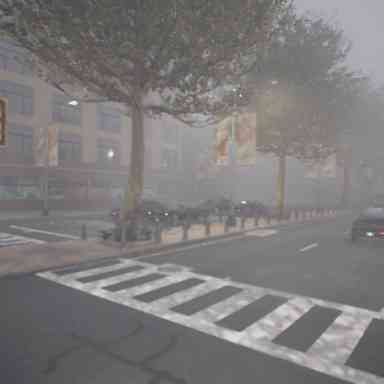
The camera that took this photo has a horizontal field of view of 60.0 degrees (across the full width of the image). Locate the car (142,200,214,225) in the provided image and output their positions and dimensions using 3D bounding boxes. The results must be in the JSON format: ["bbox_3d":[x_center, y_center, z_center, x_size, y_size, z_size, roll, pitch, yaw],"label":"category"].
[{"bbox_3d":[-0.830,1.429,22.421,1.895,1.301,4.718,1,0,37],"label":"car"}]

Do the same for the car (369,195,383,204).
[{"bbox_3d":[24.506,1.391,42.198,2.150,2.045,5.566,1,1,38],"label":"car"}]

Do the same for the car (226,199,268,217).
[{"bbox_3d":[5.274,1.452,30.393,1.994,1.385,4.181,1,0,37],"label":"car"}]

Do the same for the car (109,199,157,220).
[{"bbox_3d":[-3.789,1.264,24.295,1.837,1.490,4.892,1,1,37],"label":"car"}]

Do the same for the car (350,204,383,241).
[{"bbox_3d":[9.111,1.563,16.182,1.837,1.490,4.892,1,0,37],"label":"car"}]

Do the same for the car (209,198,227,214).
[{"bbox_3d":[2.431,1.325,32.430,1.837,1.490,4.892,1,1,38],"label":"car"}]
